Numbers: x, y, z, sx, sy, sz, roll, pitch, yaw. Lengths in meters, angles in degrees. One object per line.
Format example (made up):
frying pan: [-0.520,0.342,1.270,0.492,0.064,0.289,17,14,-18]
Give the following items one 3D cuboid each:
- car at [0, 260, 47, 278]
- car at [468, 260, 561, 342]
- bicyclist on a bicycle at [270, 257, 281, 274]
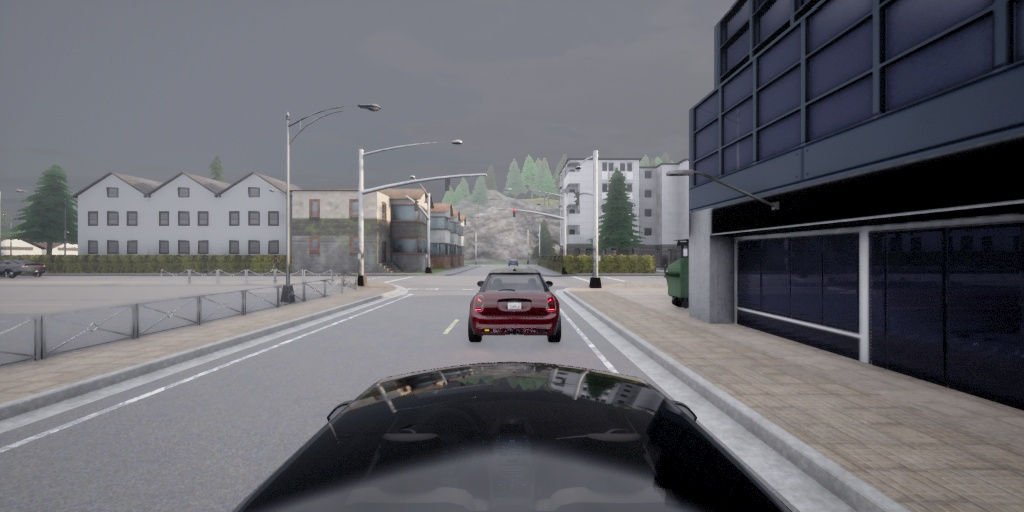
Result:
car: [-42.111,1.065,29.968,4.902,1.511,2.128,0,0,0]
car: [0.082,1.102,9.889,2.097,1.767,4.553,0,0,1]
bicyclist on a bicycle: [-22.221,0.874,33.725,0.582,1.620,1.656,0,0,0]
